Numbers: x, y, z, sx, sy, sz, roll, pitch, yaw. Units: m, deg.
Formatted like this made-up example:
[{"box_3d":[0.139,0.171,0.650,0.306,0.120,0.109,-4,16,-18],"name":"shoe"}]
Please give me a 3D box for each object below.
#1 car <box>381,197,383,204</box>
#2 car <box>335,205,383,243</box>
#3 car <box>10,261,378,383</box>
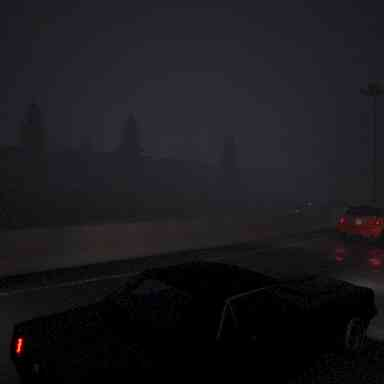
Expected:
[{"box_3d":[43.831,1.913,74.287,1.994,1.385,4.181,0,0,43],"name":"car"},{"box_3d":[9.170,1.432,16.774,4.553,1.767,2.097,0,0,-45],"name":"car"},{"box_3d":[0.463,1.614,4.279,4.718,1.301,1.895,0,0,-38],"name":"car"}]
